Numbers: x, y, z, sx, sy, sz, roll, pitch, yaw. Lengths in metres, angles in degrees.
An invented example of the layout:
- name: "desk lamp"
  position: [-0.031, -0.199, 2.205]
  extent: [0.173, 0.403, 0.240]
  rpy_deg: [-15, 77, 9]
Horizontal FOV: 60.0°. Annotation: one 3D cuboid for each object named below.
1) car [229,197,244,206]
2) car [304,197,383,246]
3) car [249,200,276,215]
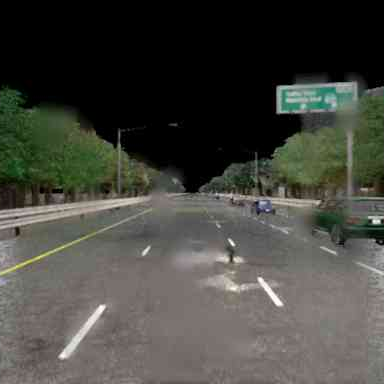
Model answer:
- name: "car"
  position: [7.040, 1.517, 52.971]
  extent: [1.812, 1.442, 4.674]
  rpy_deg: [0, 0, 0]
- name: "car"
  position: [7.005, 1.220, 15.311]
  extent: [2.150, 2.045, 5.566]
  rpy_deg: [0, 0, 0]
- name: "car"
  position: [7.021, 1.524, 33.135]
  extent: [1.812, 1.442, 4.674]
  rpy_deg: [0, 0, 0]
